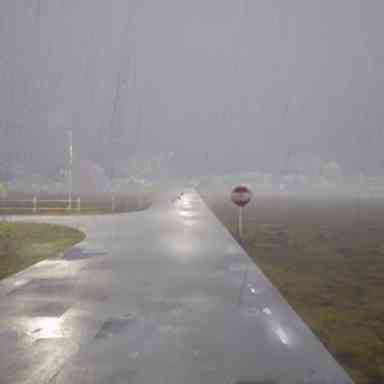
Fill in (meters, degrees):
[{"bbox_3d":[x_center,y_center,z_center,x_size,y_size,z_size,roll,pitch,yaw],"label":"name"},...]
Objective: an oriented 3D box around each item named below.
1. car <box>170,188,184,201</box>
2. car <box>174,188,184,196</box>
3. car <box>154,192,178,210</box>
[{"bbox_3d":[-2.835,0.422,54.363,2.097,1.767,4.553,0,1,0],"label":"car"},{"bbox_3d":[-2.898,-0.070,77.110,2.097,1.767,4.553,0,1,0],"label":"car"},{"bbox_3d":[-2.772,1.097,34.651,1.812,1.442,4.674,0,2,0],"label":"car"}]
